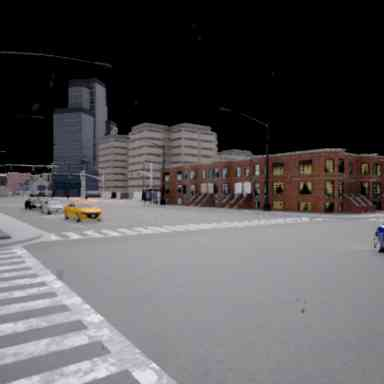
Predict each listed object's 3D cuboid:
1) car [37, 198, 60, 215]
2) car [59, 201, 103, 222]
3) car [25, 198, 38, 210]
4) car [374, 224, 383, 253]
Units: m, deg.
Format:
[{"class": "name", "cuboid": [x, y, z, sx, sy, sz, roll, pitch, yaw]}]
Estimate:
[{"class": "car", "cuboid": [-14.363, 1.569, 34.665, 1.812, 1.442, 4.674, 0, 0, -36]}, {"class": "car", "cuboid": [-8.864, 1.520, 26.931, 1.882, 1.535, 5.008, 0, 0, -36]}, {"class": "car", "cuboid": [-20.381, 1.535, 43.119, 2.128, 1.511, 4.902, 0, 0, -35]}, {"class": "car", "cuboid": [7.531, 1.540, 10.919, 1.882, 1.535, 5.008, 1, 0, 16]}]
